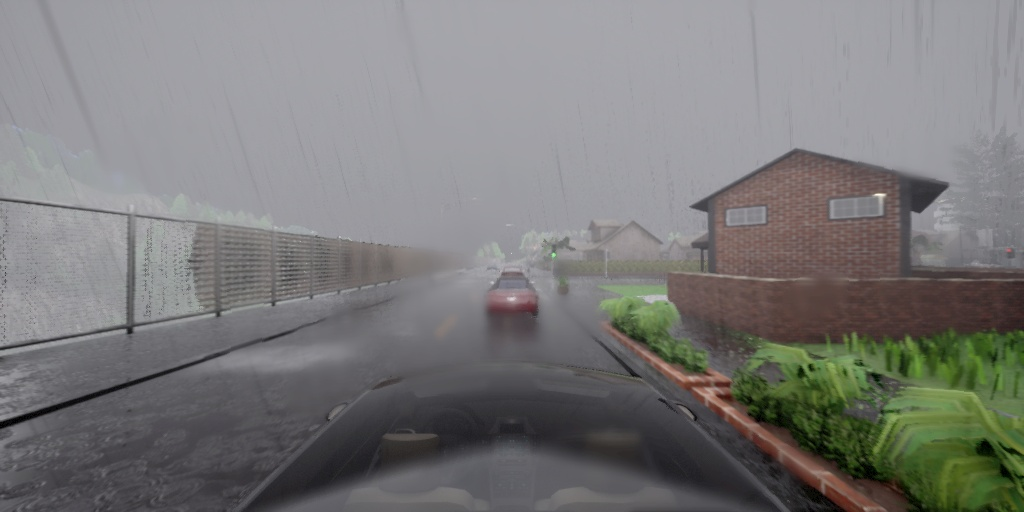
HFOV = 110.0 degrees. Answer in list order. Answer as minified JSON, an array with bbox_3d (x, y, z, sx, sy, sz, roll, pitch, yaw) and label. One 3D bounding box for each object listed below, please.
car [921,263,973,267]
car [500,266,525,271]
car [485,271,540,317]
[{"bbox_3d":[39.473,1.650,33.776,5.008,1.535,1.882,0,-1,0],"label":"car"},{"bbox_3d":[0.047,1.598,30.208,1.882,1.535,5.008,0,0,0],"label":"car"},{"bbox_3d":[0.040,1.476,14.148,1.994,1.385,4.181,0,-1,0],"label":"car"}]
